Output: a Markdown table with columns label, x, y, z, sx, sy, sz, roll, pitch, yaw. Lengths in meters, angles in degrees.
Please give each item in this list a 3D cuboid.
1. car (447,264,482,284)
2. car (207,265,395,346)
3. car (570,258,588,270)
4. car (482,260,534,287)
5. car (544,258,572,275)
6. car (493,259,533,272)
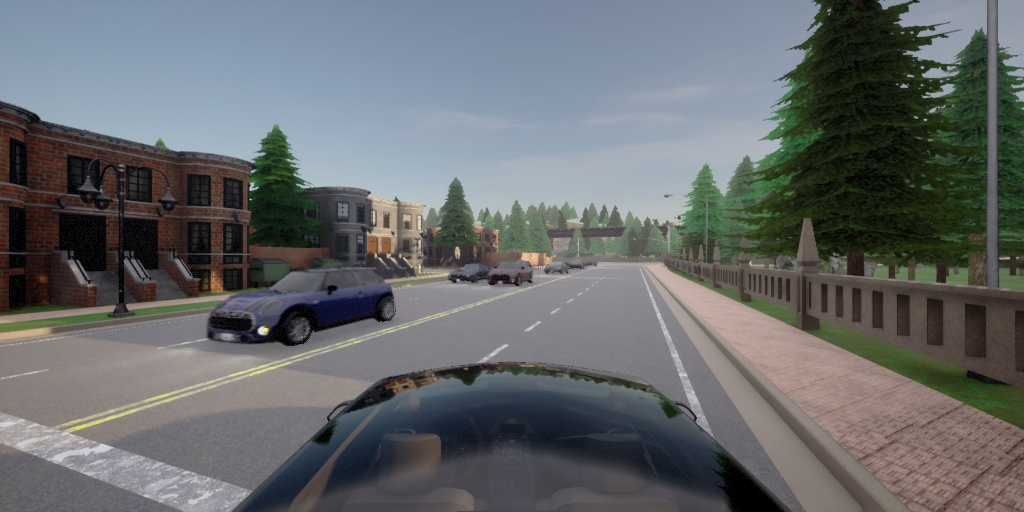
| label | x | y | z | sx | sy | sz | roll | pitch | yaw |
| --- | --- | --- | --- | --- | --- | --- | --- | --- | --- |
| car | -2.873 | 1.297 | 27.313 | 2.033 | 1.411 | 5.357 | 0 | 0 | 19 |
| car | -5.241 | 1.102 | 9.625 | 2.097 | 1.767 | 4.553 | 0 | 0 | 19 |
| car | 9.507 | 1.228 | 52.555 | 1.882 | 1.535 | 5.008 | 0 | 0 | 19 |
| car | -0.026 | 1.101 | 24.831 | 2.097 | 1.767 | 4.553 | 0 | 0 | 19 |
| car | 4.913 | 1.276 | 39.227 | 1.812 | 1.442 | 4.674 | 0 | 0 | 20 |
| car | 0.136 | 1.248 | 47.770 | 4.892 | 1.490 | 1.837 | 0 | 5 | -17 |
